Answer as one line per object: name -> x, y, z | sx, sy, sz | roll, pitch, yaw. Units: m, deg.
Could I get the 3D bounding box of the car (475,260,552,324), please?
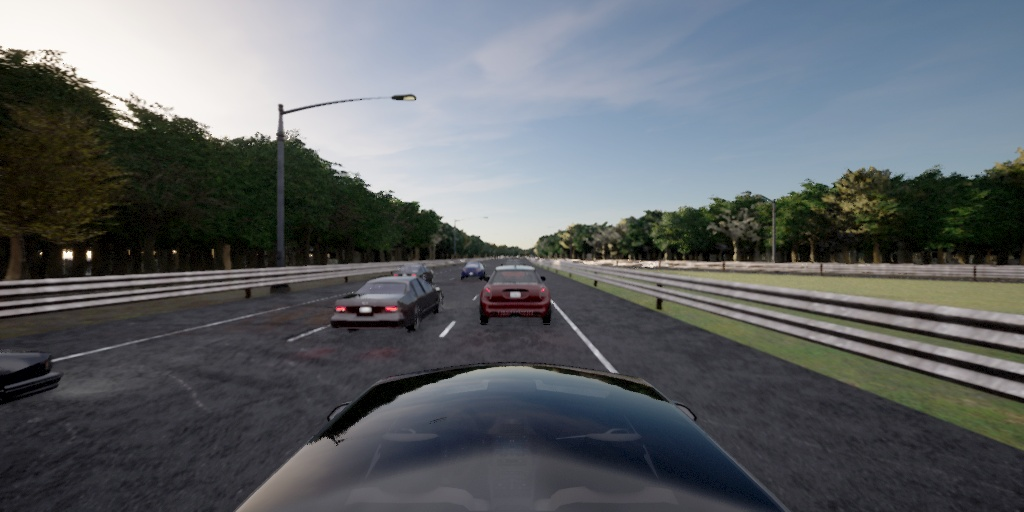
car -> 0.098, 1.104, 12.155 | 2.097, 1.767, 4.553 | 0, 0, 0

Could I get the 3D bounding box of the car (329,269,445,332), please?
car -> -3.402, 1.299, 10.837 | 2.033, 1.411, 5.357 | 0, 0, 0

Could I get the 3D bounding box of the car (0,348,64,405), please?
car -> -6.903, 1.297, 2.227 | 2.033, 1.411, 5.357 | 0, 0, 0

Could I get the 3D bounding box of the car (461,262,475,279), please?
car -> -3.401, 1.294, 32.131 | 1.812, 1.442, 4.674 | 0, 0, 0

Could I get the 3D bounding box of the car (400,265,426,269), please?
car -> -6.905, 1.308, 25.561 | 2.033, 1.411, 5.357 | 0, 0, 0
